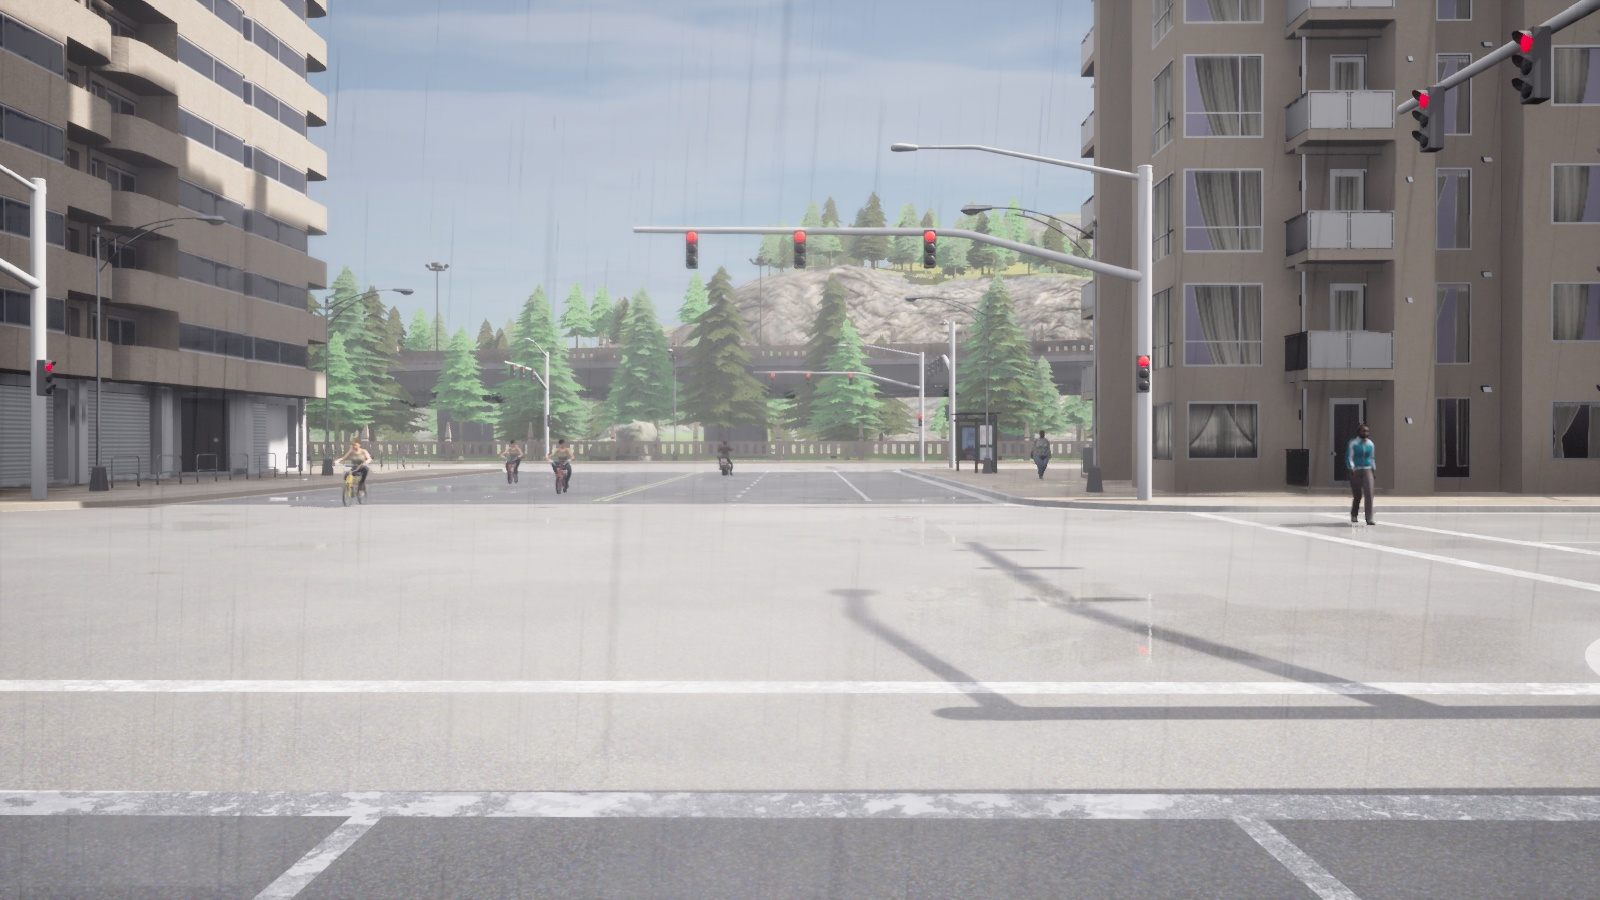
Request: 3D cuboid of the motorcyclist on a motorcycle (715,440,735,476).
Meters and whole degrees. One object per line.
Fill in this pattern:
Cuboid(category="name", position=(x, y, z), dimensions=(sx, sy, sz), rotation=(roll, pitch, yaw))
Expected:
Cuboid(category="motorcyclist on a motorcycle", position=(-3.437, 0.367, 57.900), dimensions=(0.766, 1.649, 2.350), rotation=(0, 0, 0))

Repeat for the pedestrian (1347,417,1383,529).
Cuboid(category="pedestrian", position=(9.975, 0.398, 22.198), dimensions=(0.396, 1.930, 0.692), rotation=(0, 0, 8))

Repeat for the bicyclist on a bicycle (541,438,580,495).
Cuboid(category="bicyclist on a bicycle", position=(-6.958, 0.471, 36.521), dimensions=(0.866, 1.612, 1.509), rotation=(0, 0, 0))

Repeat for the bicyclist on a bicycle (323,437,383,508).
Cuboid(category="bicyclist on a bicycle", position=(-10.455, 0.508, 29.423), dimensions=(0.866, 1.612, 1.509), rotation=(0, 0, 0))

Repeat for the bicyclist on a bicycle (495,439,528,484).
Cuboid(category="bicyclist on a bicycle", position=(-10.452, 0.417, 45.554), dimensions=(0.866, 1.612, 1.509), rotation=(0, 0, 0))

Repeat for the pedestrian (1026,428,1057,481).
Cuboid(category="pedestrian", position=(8.543, 0.161, 44.496), dimensions=(0.874, 1.855, 0.900), rotation=(0, 0, -4))
